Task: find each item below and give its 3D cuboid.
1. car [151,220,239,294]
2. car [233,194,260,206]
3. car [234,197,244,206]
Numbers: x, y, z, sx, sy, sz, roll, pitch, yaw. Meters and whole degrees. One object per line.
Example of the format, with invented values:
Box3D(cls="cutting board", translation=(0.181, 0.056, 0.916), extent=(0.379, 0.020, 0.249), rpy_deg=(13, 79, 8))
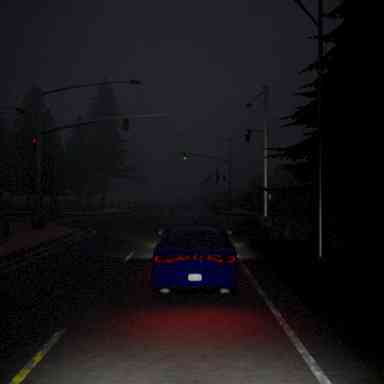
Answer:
Box3D(cls="car", translation=(0.079, 1.484, 8.856), extent=(1.882, 1.535, 5.008), rpy_deg=(0, 0, 1))
Box3D(cls="car", translation=(8.536, 1.186, 52.010), extent=(3.866, 1.878, 1.905), rpy_deg=(0, 0, 0))
Box3D(cls="car", translation=(8.946, 1.182, 49.499), extent=(4.605, 1.855, 1.932), rpy_deg=(0, 0, 0))
